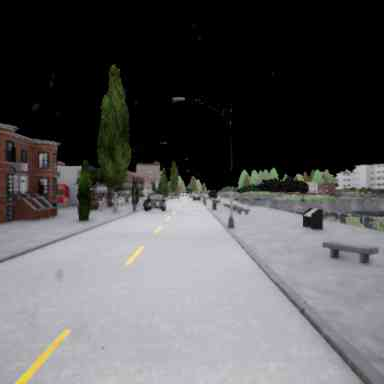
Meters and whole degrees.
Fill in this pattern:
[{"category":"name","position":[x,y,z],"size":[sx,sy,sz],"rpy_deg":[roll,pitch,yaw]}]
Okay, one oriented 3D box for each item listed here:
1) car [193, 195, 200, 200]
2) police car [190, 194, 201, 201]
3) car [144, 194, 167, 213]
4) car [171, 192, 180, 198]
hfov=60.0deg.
[{"category":"car","position":[1.182,1.540,92.480],"size":[1.812,1.442,4.674],"rpy_deg":[0,0,0]},{"category":"police car","position":[1.166,1.438,82.593],"size":[1.930,1.638,5.238],"rpy_deg":[0,0,0]},{"category":"car","position":[-4.095,1.227,38.208],"size":[2.150,2.045,5.566],"rpy_deg":[0,0,0]},{"category":"car","position":[-4.016,0.922,79.889],"size":[2.150,2.045,5.566],"rpy_deg":[0,0,0]}]
